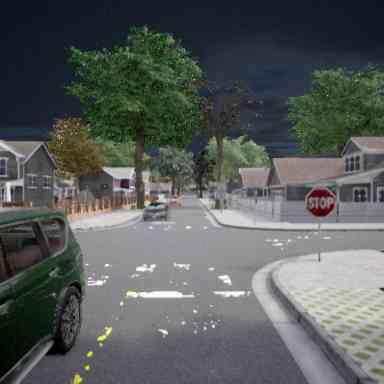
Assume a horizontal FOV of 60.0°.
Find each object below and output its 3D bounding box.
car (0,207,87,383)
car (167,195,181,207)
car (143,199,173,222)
[{"bbox_3d":[-2.750,1.237,3.141,2.150,2.045,5.566,0,0,0],"label":"car"},{"bbox_3d":[-2.733,1.310,51.194,2.097,1.767,4.553,0,0,0],"label":"car"},{"bbox_3d":[-2.740,1.521,26.504,1.812,1.442,4.674,0,0,0],"label":"car"}]
